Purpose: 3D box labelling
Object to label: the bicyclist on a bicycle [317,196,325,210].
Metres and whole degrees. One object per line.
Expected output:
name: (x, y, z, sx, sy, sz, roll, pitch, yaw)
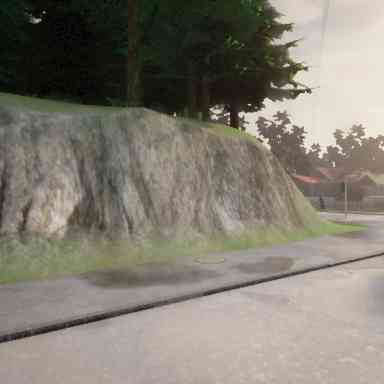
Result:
bicyclist on a bicycle: (15.522, 1.349, 39.962, 1.656, 1.620, 0.582, 0, 0, -36)
